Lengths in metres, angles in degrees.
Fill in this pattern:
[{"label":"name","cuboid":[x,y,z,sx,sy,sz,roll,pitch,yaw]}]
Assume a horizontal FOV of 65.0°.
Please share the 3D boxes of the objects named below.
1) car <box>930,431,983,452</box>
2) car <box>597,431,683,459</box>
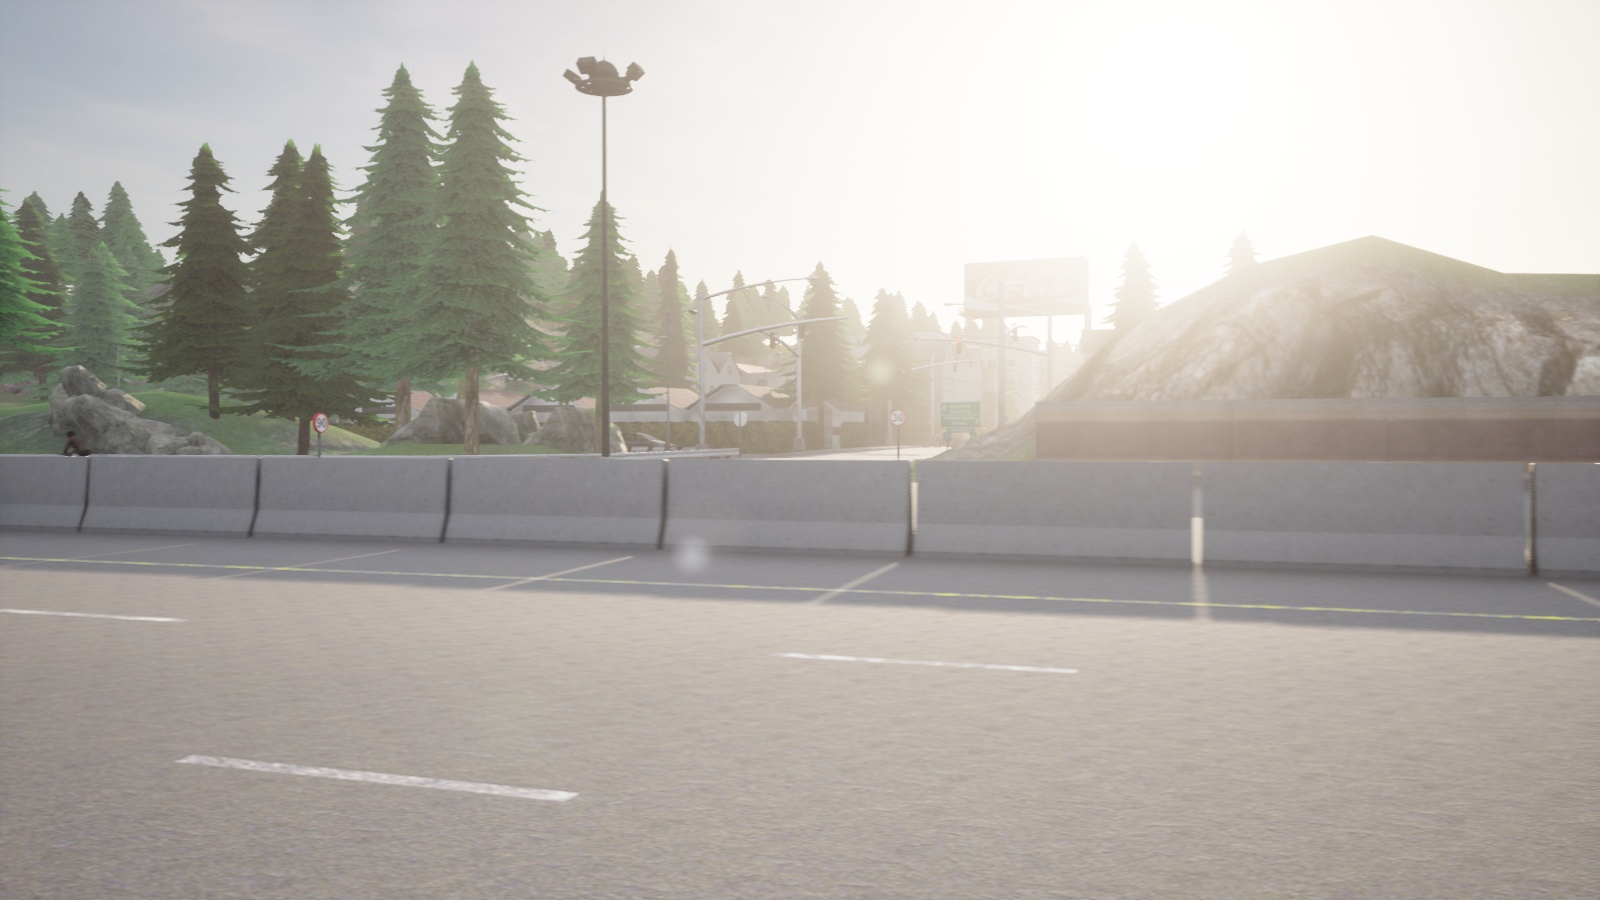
[{"label":"car","cuboid":[12.023,-0.702,96.757,1.837,1.490,4.892,1,1,-22]},{"label":"car","cuboid":[-8.608,-0.277,67.457,4.193,1.474,1.816,1,1,19]}]
